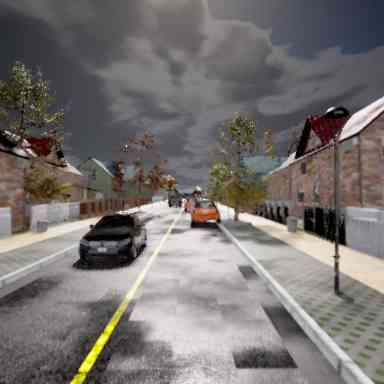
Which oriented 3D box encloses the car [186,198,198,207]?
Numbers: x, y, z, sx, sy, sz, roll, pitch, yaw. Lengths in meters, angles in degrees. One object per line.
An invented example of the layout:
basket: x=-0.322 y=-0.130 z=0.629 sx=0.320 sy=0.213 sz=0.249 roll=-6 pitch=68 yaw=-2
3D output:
car: x=0.028 y=1.880 z=60.078 sx=2.033 sy=1.411 sz=5.357 roll=0 pitch=0 yaw=0

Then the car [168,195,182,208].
car: x=-2.775 y=1.521 z=55.516 sx=2.150 sy=2.045 sz=5.566 roll=0 pitch=0 yaw=1

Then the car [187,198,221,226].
car: x=0.934 y=1.424 z=24.876 sx=2.097 sy=1.767 sz=4.553 roll=-3 pitch=-1 yaw=0

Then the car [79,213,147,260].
car: x=-2.843 y=1.588 z=12.873 sx=1.812 sy=1.442 sz=4.674 roll=0 pitch=0 yaw=0

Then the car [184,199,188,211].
car: x=0.042 y=1.589 z=45.123 sx=2.097 sy=1.767 sz=4.553 roll=0 pitch=0 yaw=0
